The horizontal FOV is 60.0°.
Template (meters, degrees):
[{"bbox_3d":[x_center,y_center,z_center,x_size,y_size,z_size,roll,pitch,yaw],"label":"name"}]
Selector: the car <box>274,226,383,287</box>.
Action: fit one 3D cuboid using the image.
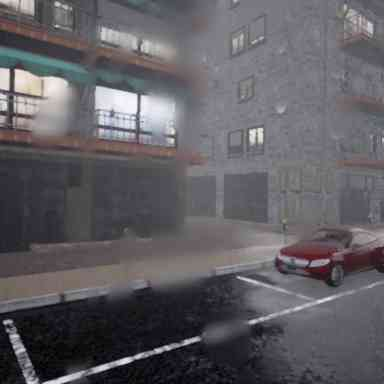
[{"bbox_3d":[4.214,1.680,9.559,4.206,1.307,1.802,1,0,-36],"label":"car"}]
